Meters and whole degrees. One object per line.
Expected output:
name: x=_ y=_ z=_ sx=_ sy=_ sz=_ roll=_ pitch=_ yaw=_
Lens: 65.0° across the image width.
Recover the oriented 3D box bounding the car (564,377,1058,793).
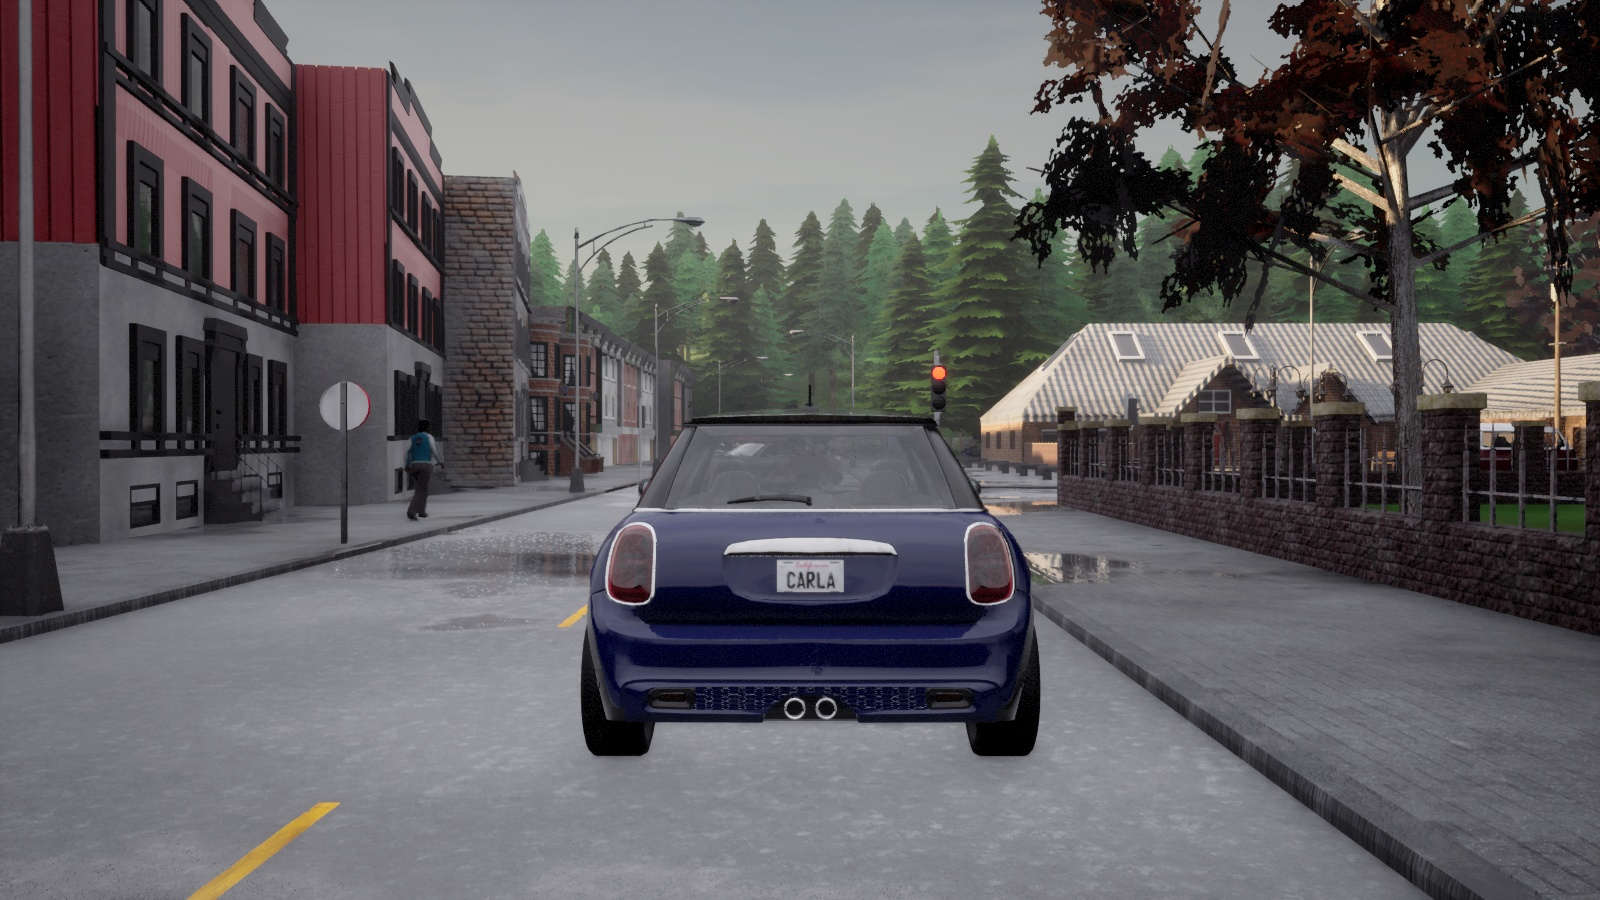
car: x=0.057 y=0.562 z=7.614 sx=2.097 sy=1.767 sz=4.553 roll=0 pitch=0 yaw=0

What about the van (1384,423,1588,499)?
van: x=18.721 y=0.291 z=34.419 sx=4.480 sy=2.038 sz=2.069 roll=0 pitch=0 yaw=-1

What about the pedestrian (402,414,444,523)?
pedestrian: x=-6.793 y=0.323 z=22.623 sx=0.396 sy=1.930 sz=0.692 roll=0 pitch=0 yaw=18
